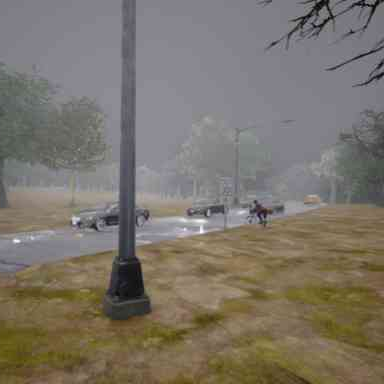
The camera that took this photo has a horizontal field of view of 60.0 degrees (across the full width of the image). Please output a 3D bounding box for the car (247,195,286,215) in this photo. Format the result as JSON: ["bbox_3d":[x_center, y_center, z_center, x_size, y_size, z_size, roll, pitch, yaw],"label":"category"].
[{"bbox_3d":[6.924,1.239,29.814,1.994,1.385,4.181,1,1,32],"label":"car"}]

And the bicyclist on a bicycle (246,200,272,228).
[{"bbox_3d":[3.895,1.295,19.566,1.656,1.620,0.582,0,0,36],"label":"bicyclist on a bicycle"}]

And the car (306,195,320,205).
[{"bbox_3d":[19.040,1.183,52.316,1.882,1.535,5.008,1,0,24],"label":"car"}]

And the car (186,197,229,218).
[{"bbox_3d":[1.347,1.176,27.178,1.837,1.490,4.892,1,2,33],"label":"car"}]

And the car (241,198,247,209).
[{"bbox_3d":[6.931,1.069,35.912,1.837,1.490,4.892,1,1,31],"label":"car"}]

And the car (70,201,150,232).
[{"bbox_3d":[-4.548,1.290,19.032,2.128,1.511,4.902,2,2,37],"label":"car"}]
